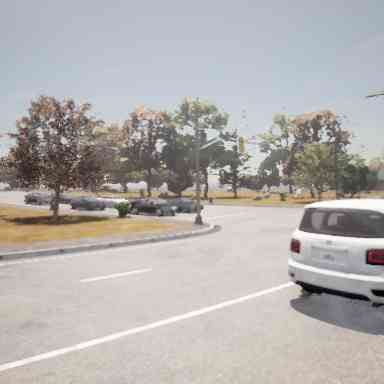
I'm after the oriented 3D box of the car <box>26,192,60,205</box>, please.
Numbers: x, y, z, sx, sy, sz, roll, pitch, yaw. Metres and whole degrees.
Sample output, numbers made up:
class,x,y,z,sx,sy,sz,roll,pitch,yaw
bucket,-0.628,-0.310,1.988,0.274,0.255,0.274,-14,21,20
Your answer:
class,x,y,z,sx,sy,sz,roll,pitch,yaw
car,-19.118,0.792,41.690,4.902,1.511,2.128,3,3,39

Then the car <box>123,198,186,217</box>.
class,x,y,z,sx,sy,sz,roll,pitch,yaw
car,-3.335,1.254,28.931,4.902,1.511,2.128,0,2,39

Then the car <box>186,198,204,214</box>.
class,x,y,z,sx,sy,sz,roll,pitch,yaw
car,-0.883,1.242,31.449,4.181,1.385,1.994,0,2,39

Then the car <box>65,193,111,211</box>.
class,x,y,z,sx,sy,sz,roll,pitch,yaw
car,-11.035,1.148,35.154,4.674,1.442,1.812,2,2,39

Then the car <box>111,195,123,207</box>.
class,x,y,z,sx,sy,sz,roll,pitch,yaw
car,-8.859,1.061,37.893,4.674,1.442,1.812,2,2,39

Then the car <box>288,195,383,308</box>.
class,x,y,z,sx,sy,sz,roll,pitch,yaw
car,4.425,1.160,7.569,5.566,2.045,2.150,-1,1,-41

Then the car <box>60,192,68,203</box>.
class,x,y,z,sx,sy,sz,roll,pitch,yaw
car,-16.979,0.758,44.455,5.357,1.411,2.033,3,3,39
